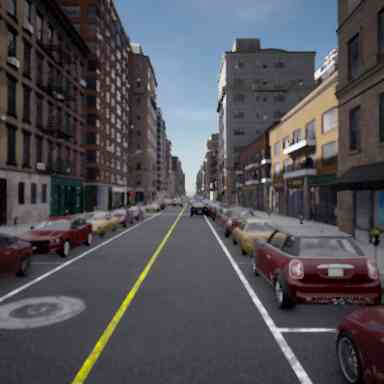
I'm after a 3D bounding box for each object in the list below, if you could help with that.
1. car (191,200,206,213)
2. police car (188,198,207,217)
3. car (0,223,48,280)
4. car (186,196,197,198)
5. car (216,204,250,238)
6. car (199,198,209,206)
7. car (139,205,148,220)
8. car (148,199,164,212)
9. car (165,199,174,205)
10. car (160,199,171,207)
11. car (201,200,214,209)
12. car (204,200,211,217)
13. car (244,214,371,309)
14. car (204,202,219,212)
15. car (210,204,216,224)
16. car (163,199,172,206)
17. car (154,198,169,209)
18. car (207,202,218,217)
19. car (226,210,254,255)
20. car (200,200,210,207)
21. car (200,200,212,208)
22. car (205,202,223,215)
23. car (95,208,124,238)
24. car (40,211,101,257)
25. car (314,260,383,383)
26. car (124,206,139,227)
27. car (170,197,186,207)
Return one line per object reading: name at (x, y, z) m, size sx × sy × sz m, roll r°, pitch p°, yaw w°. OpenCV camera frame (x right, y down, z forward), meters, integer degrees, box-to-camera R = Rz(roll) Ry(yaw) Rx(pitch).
car at (0.838, 1.964, 45.822) m, size 1.882 × 1.535 × 5.008 m, roll 0°, pitch -1°, yaw 0°
police car at (0.739, 1.803, 35.914) m, size 1.930 × 1.638 × 5.238 m, roll 0°, pitch -1°, yaw -1°
car at (-5.385, 1.666, 8.049) m, size 1.802 × 1.307 × 4.206 m, roll 0°, pitch -1°, yaw 0°
car at (0.021, 2.176, 71.217) m, size 2.128 × 1.511 × 4.902 m, roll 0°, pitch -1°, yaw 0°
car at (2.643, 1.637, 19.087) m, size 1.967 × 1.590 × 4.097 m, roll 0°, pitch -1°, yaw 0°
car at (2.659, 2.239, 74.272) m, size 1.967 × 1.590 × 4.097 m, roll 0°, pitch -1°, yaw 0°
car at (-5.379, 1.896, 30.121) m, size 1.802 × 1.307 × 4.206 m, roll 0°, pitch -1°, yaw 0°
car at (-5.370, 2.019, 46.507) m, size 1.752 × 1.417 × 4.829 m, roll 0°, pitch -1°, yaw 0°
car at (-5.364, 2.410, 79.783) m, size 2.008 × 1.369 × 4.403 m, roll 0°, pitch -1°, yaw 0°
car at (-5.367, 2.178, 68.749) m, size 1.967 × 1.590 × 4.097 m, roll 0°, pitch -1°, yaw 0°
car at (2.654, 2.167, 57.715) m, size 2.008 × 1.369 × 4.403 m, roll 0°, pitch -1°, yaw 0°
car at (2.648, 1.918, 35.641) m, size 1.887 × 1.381 × 4.507 m, roll 0°, pitch -1°, yaw 0°
car at (2.640, 1.524, 8.050) m, size 1.967 × 1.590 × 4.097 m, roll 0°, pitch -1°, yaw 0°
car at (2.651, 2.077, 46.678) m, size 1.802 × 1.307 × 4.206 m, roll 0°, pitch -1°, yaw 0°
car at (2.644, 1.805, 24.605) m, size 2.008 × 1.369 × 4.403 m, roll 0°, pitch -1°, yaw 0°
car at (-5.366, 2.323, 74.095) m, size 1.752 × 1.417 × 4.829 m, roll 0°, pitch -1°, yaw 0°
car at (-5.373, 1.871, 52.195) m, size 2.192 × 1.841 × 5.009 m, roll 0°, pitch -1°, yaw 0°
car at (2.646, 1.880, 30.122) m, size 1.947 × 1.339 × 4.313 m, roll 0°, pitch -1°, yaw 0°
car at (2.642, 1.667, 13.738) m, size 1.752 × 1.417 × 4.829 m, roll 0°, pitch -1°, yaw 0°
car at (2.658, 2.320, 68.752) m, size 1.802 × 1.307 × 4.206 m, roll 0°, pitch -1°, yaw 0°
car at (2.656, 2.228, 63.234) m, size 2.008 × 1.369 × 4.403 m, roll 0°, pitch -1°, yaw 0°
car at (2.649, 1.985, 41.159) m, size 2.008 × 1.369 × 4.403 m, roll 0°, pitch -1°, yaw 0°
car at (-5.382, 1.721, 18.915) m, size 1.752 × 1.417 × 4.829 m, roll 0°, pitch -1°, yaw 0°
car at (-5.384, 1.685, 13.567) m, size 1.887 × 1.381 × 4.507 m, roll 0°, pitch -1°, yaw 0°
car at (2.638, 1.609, 2.530) m, size 1.802 × 1.307 × 4.206 m, roll 0°, pitch -1°, yaw 0°
car at (-5.380, 1.836, 24.603) m, size 1.802 × 1.307 × 4.206 m, roll 0°, pitch -1°, yaw 0°
car at (-2.755, 2.170, 64.572) m, size 1.882 × 1.535 × 5.008 m, roll 0°, pitch -1°, yaw 1°
